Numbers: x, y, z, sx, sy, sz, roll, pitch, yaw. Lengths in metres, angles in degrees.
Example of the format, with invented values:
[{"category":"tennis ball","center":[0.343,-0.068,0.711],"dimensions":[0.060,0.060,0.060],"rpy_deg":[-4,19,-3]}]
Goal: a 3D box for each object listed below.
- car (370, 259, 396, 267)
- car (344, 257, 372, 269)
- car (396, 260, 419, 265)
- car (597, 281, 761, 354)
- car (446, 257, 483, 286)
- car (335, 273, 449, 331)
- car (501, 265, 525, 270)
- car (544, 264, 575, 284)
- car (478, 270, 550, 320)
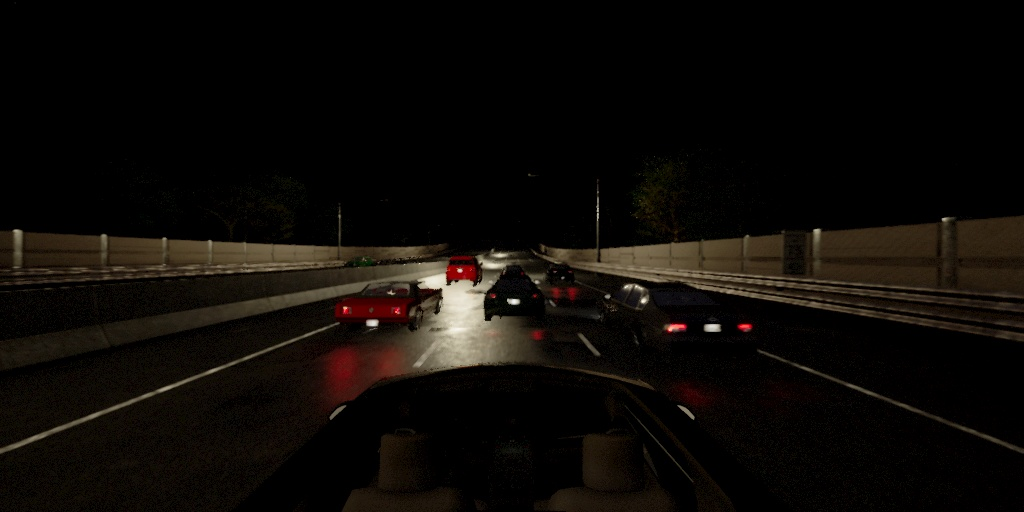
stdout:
[{"category":"car","center":[-17.558,1.391,49.988],"dimensions":[1.837,1.490,4.892],"rpy_deg":[0,1,0]},{"category":"car","center":[-21.056,1.110,49.607],"dimensions":[2.150,2.045,5.566],"rpy_deg":[0,0,0]},{"category":"car","center":[-14.060,1.365,49.935],"dimensions":[1.882,1.535,5.008],"rpy_deg":[0,0,0]},{"category":"car","center":[3.549,1.324,8.831],"dimensions":[2.033,1.411,5.357],"rpy_deg":[0,0,0]},{"category":"car","center":[-3.428,1.063,26.376],"dimensions":[2.150,2.045,5.566],"rpy_deg":[0,0,0]},{"category":"car","center":[-3.432,1.387,11.091],"dimensions":[1.895,1.301,4.718],"rpy_deg":[0,0,0]},{"category":"car","center":[0.082,1.409,28.032],"dimensions":[1.994,1.385,4.181],"rpy_deg":[0,0,0]},{"category":"car","center":[3.579,1.335,27.482],"dimensions":[2.128,1.511,4.902],"rpy_deg":[0,0,0]},{"category":"car","center":[0.077,1.356,12.834],"dimensions":[1.994,1.385,4.181],"rpy_deg":[0,0,0]}]
